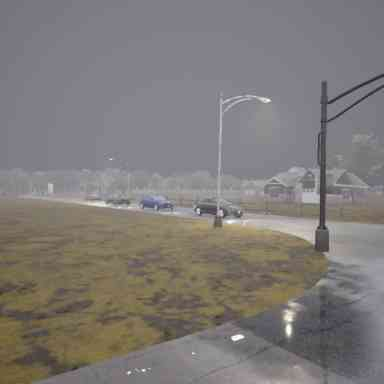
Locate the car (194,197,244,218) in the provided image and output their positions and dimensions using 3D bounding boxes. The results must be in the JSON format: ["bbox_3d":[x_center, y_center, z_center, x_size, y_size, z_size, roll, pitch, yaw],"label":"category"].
[{"bbox_3d":[2.061,1.226,26.476,1.837,1.490,4.892,2,0,-35],"label":"car"}]

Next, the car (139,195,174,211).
[{"bbox_3d":[-3.735,1.083,34.622,1.882,1.535,5.008,2,0,-36],"label":"car"}]

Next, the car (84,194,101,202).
[{"bbox_3d":[-18.193,1.006,61.145,2.033,1.411,5.357,2,-1,-35],"label":"car"}]

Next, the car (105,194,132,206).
[{"bbox_3d":[-9.526,1.108,42.775,1.895,1.301,4.718,2,-1,-35],"label":"car"}]
